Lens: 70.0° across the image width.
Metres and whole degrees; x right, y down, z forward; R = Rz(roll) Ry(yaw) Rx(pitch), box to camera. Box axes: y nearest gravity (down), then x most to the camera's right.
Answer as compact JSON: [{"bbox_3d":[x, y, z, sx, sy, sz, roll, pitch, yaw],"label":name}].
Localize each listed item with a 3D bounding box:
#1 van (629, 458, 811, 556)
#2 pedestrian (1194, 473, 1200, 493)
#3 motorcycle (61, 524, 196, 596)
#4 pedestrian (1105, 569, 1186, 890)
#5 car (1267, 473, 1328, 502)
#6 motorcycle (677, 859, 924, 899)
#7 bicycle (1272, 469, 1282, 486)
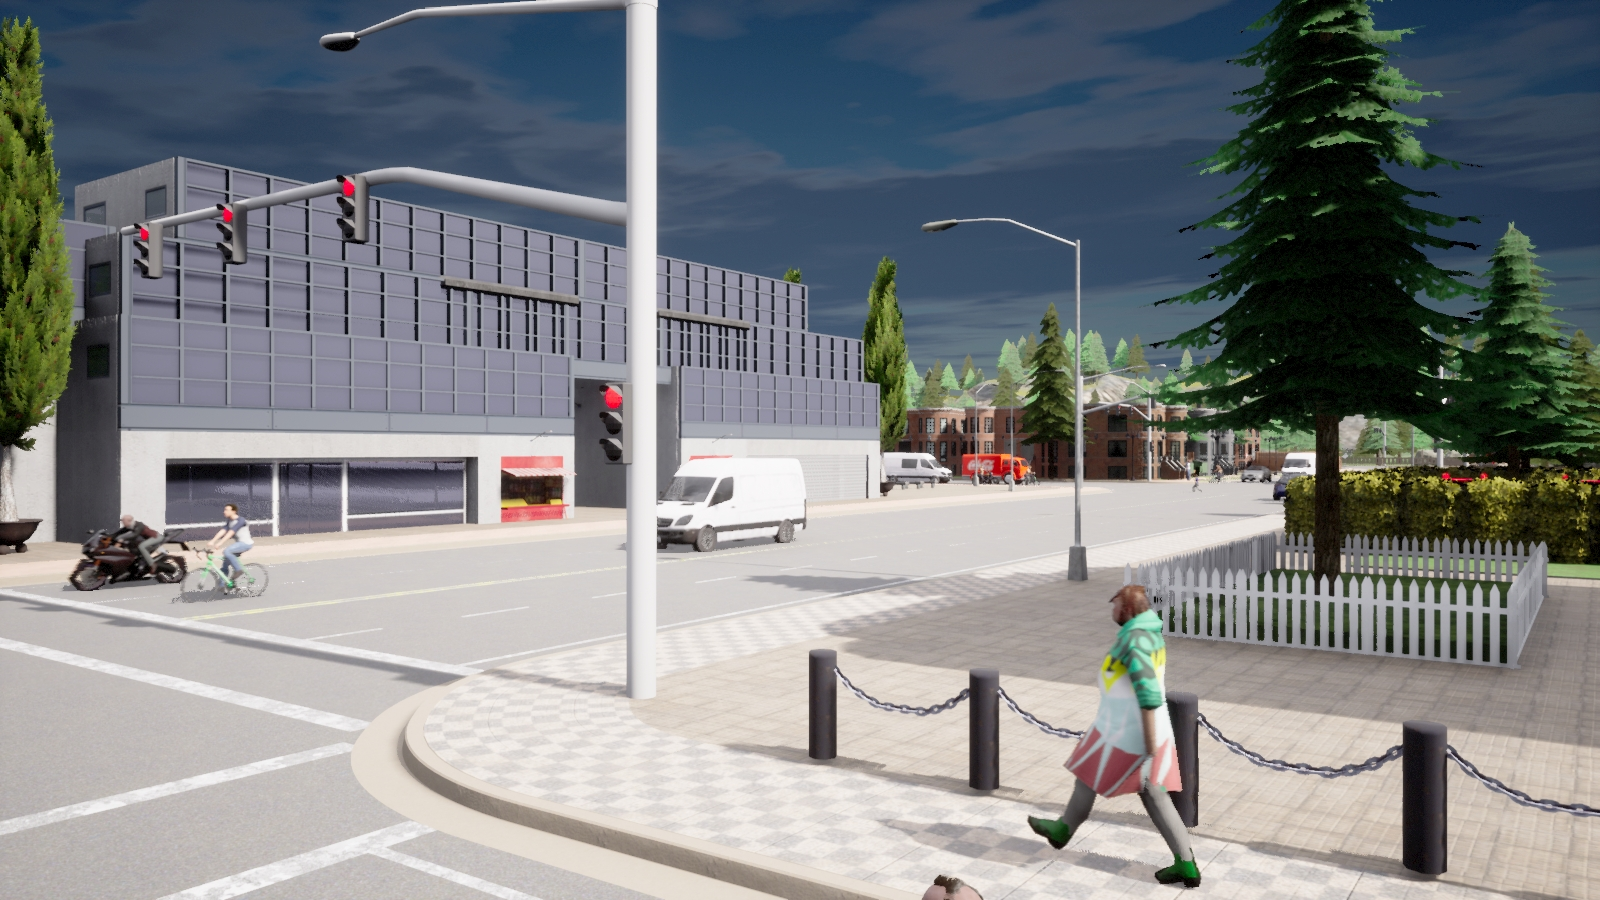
[{"bbox_3d":[-2.185,1.535,33.241,1.988,2.561,5.915,0,0,35],"label":"van"},{"bbox_3d":[25.732,2.128,74.066,0.375,1.300,0.375,0,0,19],"label":"pedestrian"},{"bbox_3d":[-13.626,2.205,23.256,0.867,1.251,2.209,0,0,37],"label":"motorcycle"},{"bbox_3d":[2.143,1.697,7.085,0.375,1.860,0.375,0,0,38],"label":"pedestrian"},{"bbox_3d":[27.765,2.062,63.661,2.163,1.488,4.792,0,0,35],"label":"car"},{"bbox_3d":[0.509,2.205,3.428,2.209,1.251,0.867,0,0,35],"label":"motorcycle"},{"bbox_3d":[37.296,2.156,89.294,0.373,1.296,1.643,0,1,35],"label":"bicycle"}]
